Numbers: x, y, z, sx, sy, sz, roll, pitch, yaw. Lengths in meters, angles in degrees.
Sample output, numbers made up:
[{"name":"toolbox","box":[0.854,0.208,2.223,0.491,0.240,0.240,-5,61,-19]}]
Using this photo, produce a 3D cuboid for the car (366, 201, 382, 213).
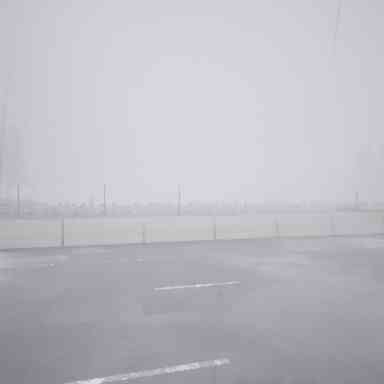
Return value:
[{"name":"car","box":[19.412,1.693,33.915,5.008,1.535,1.882,1,0,-17]}]

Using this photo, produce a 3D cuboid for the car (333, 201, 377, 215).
[{"name":"car","box":[18.248,1.777,37.220,4.181,1.385,1.994,1,0,-17]}]

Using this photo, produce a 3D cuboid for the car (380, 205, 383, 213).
[{"name":"car","box":[5.387,1.229,3.963,5.566,2.045,2.150,0,0,-17]}]
